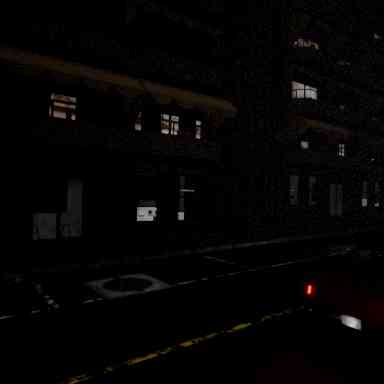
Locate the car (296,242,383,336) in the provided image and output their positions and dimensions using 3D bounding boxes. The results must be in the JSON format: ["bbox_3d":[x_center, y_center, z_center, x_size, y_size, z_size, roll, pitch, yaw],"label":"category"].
[{"bbox_3d":[4.136,1.605,6.111,4.718,1.301,1.895,0,0,-35],"label":"car"}]
